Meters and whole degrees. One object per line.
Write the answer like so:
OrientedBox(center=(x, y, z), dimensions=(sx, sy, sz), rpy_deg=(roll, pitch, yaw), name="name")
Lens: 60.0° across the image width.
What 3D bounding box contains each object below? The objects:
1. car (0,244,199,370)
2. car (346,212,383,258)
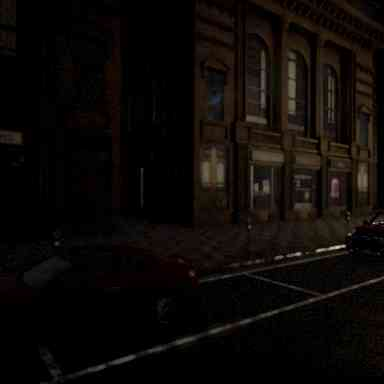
OrientedBox(center=(-1.803, 1.580, 5.469), dimensions=(4.206, 1.307, 1.802), rpy_deg=(0, 1, -36), name="car")
OrientedBox(center=(7.353, 1.422, 12.003), dimensions=(4.097, 1.590, 1.967), rpy_deg=(0, 1, -36), name="car")
